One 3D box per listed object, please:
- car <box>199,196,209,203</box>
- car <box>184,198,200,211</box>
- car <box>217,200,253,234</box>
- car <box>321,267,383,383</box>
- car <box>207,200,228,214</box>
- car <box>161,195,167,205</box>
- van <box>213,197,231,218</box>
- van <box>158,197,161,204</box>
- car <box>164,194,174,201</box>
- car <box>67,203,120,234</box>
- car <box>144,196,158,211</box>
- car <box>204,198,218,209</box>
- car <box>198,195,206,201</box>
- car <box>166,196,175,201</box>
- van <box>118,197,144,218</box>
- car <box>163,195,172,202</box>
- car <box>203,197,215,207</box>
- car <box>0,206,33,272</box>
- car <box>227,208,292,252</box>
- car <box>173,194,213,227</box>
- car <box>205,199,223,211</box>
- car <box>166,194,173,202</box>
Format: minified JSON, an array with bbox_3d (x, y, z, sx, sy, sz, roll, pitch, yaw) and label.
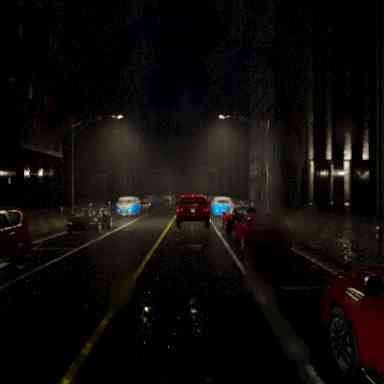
[{"bbox_3d":[2.640,1.648,75.398,2.008,1.369,4.403,0,0,0],"label":"car"},{"bbox_3d":[0.033,1.545,41.484,1.837,1.490,4.892,0,0,0],"label":"car"},{"bbox_3d":[2.732,1.458,19.308,1.967,1.590,4.097,0,0,0],"label":"car"},{"bbox_3d":[2.760,1.317,2.480,2.192,1.841,5.009,0,0,0],"label":"car"},{"bbox_3d":[2.705,1.580,36.135,1.887,1.381,4.507,0,0,0],"label":"car"},{"bbox_3d":[-5.857,1.591,58.380,1.752,1.417,4.829,0,0,0],"label":"car"},{"bbox_3d":[2.714,1.370,30.526,1.690,1.788,3.998,0,0,0],"label":"van"},{"bbox_3d":[-5.838,1.390,47.332,1.690,1.788,3.998,0,0,0],"label":"van"},{"bbox_3d":[-5.903,1.438,86.598,2.192,1.841,5.009,0,0,0],"label":"car"},{"bbox_3d":[-5.793,1.571,19.284,2.008,1.369,4.403,0,0,0],"label":"car"},{"bbox_3d":[-5.829,1.484,41.723,1.967,1.590,4.097,0,0,0],"label":"car"},{"bbox_3d":[2.686,1.572,47.524,1.752,1.417,4.829,0,0,0],"label":"car"},{"bbox_3d":[2.622,1.560,86.617,1.967,1.590,4.097,0,0,0],"label":"car"},{"bbox_3d":[-5.912,1.686,92.207,2.008,1.369,4.403,0,0,0],"label":"car"},{"bbox_3d":[-5.811,1.373,30.504,1.690,1.788,3.998,0,0,0],"label":"van"},{"bbox_3d":[-5.894,1.552,80.989,1.967,1.590,4.097,0,0,0],"label":"car"},{"bbox_3d":[2.677,1.579,53.133,1.752,1.417,4.829,0,0,0],"label":"car"},{"bbox_3d":[-5.774,1.324,8.066,2.192,1.841,5.009,0,0,0],"label":"car"},{"bbox_3d":[2.741,1.557,13.699,1.887,1.381,4.507,0,0,0],"label":"car"},{"bbox_3d":[0.061,1.244,23.096,2.150,2.045,5.566,0,0,0],"label":"car"},{"bbox_3d":[2.696,1.607,41.744,1.947,1.339,4.313,0,0,0],"label":"car"},{"bbox_3d":[-5.885,1.666,75.379,1.947,1.339,4.313,0,0,0],"label":"car"}]
